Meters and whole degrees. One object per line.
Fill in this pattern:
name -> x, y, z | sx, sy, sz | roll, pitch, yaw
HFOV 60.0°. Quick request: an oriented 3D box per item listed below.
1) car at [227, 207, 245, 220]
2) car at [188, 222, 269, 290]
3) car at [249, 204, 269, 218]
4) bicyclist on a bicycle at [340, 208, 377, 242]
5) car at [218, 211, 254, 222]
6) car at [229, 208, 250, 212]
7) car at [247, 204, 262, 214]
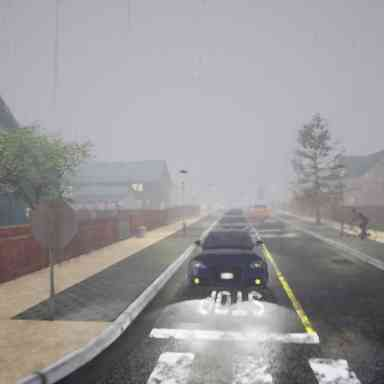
car -> 5.247, 2.545, 39.514 | 1.895, 1.301, 4.718 | -1, -2, 8
car -> 1.079, 1.802, 9.690 | 1.994, 1.385, 4.181 | -1, -2, 8
car -> 8.556, 2.305, 42.272 | 2.097, 1.767, 4.553 | -1, -1, 7
bicyclist on a bicycle -> 7.814, 1.555, 15.667 | 1.656, 1.620, 0.582 | -2, -2, 8
car -> 2.515, 2.079, 20.040 | 1.895, 1.301, 4.718 | -1, -2, 8
car -> 3.832, 2.267, 29.505 | 1.994, 1.385, 4.181 | -1, -2, 8
car -> 10.288, 2.755, 54.809 | 2.128, 1.511, 4.902 | -1, -2, 8
